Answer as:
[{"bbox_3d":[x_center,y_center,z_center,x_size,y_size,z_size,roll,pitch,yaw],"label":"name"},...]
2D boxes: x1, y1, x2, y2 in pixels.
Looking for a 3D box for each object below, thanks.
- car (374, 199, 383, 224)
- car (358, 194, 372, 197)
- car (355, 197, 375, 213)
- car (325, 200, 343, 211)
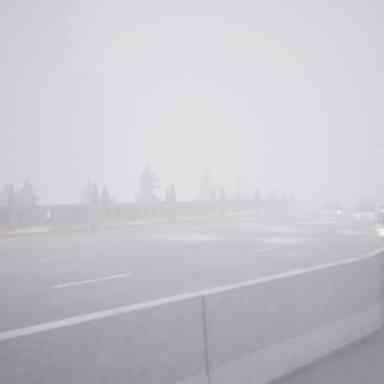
[{"bbox_3d":[14.819,1.358,23.906,2.097,1.767,4.553,0,0,37],"label":"car"},{"bbox_3d":[32.276,1.409,61.774,2.150,2.045,5.566,-1,-1,14],"label":"car"},{"bbox_3d":[19.378,1.625,37.186,1.994,1.385,4.181,0,0,28],"label":"car"},{"bbox_3d":[18.198,1.669,42.486,1.994,1.385,4.181,0,-1,26],"label":"car"}]
